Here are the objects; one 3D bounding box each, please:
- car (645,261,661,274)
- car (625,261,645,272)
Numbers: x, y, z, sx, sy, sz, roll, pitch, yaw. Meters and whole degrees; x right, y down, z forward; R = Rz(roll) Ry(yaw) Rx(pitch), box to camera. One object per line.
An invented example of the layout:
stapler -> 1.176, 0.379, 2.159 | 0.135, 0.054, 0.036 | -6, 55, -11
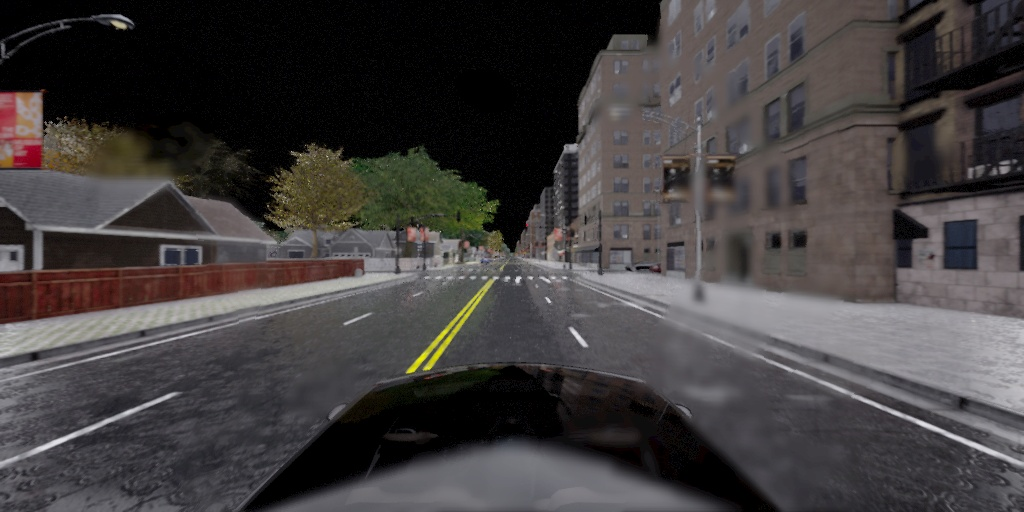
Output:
car -> 16.378, 1.262, 36.880 | 4.207, 1.307, 1.802 | 0, 0, 0
car -> 16.372, 1.286, 44.905 | 4.313, 1.339, 1.948 | 0, 0, 0
